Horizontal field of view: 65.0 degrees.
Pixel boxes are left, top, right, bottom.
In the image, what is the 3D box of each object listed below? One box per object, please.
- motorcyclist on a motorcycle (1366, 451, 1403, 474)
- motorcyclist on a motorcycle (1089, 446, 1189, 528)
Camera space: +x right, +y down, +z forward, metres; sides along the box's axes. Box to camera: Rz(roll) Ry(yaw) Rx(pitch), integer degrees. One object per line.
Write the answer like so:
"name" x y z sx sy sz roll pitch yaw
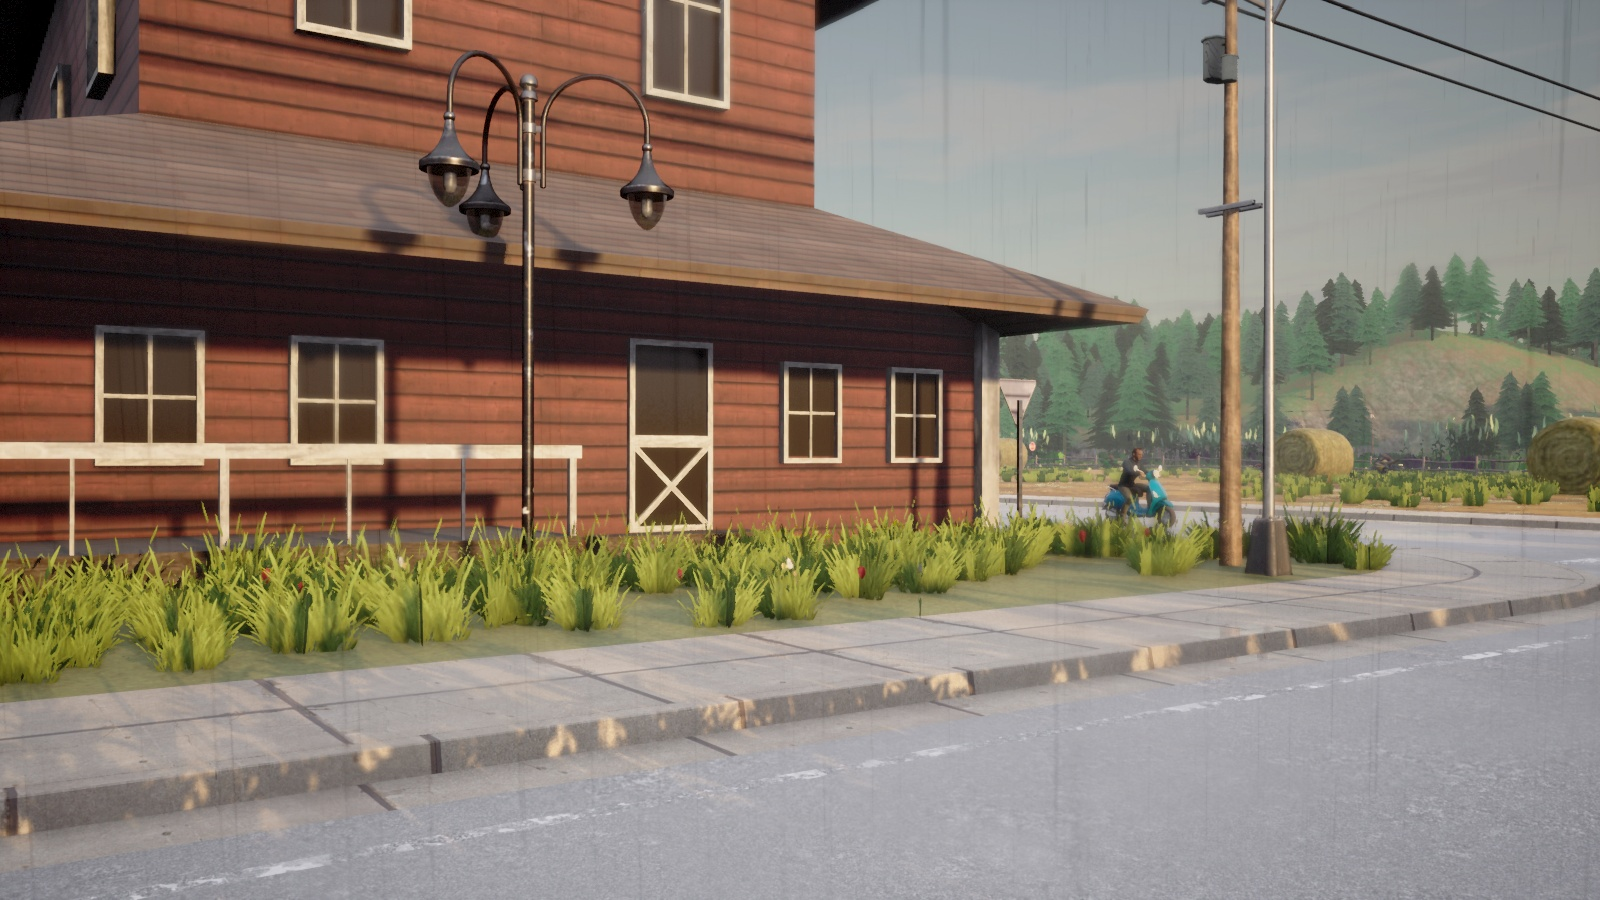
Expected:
"motorcyclist on a motorcycle" 39.791 0.870 85.491 0.866 1.530 2.191 0 0 -32
"motorcyclist on a motorcycle" 6.817 0.719 25.317 0.866 1.590 1.817 0 0 -36
